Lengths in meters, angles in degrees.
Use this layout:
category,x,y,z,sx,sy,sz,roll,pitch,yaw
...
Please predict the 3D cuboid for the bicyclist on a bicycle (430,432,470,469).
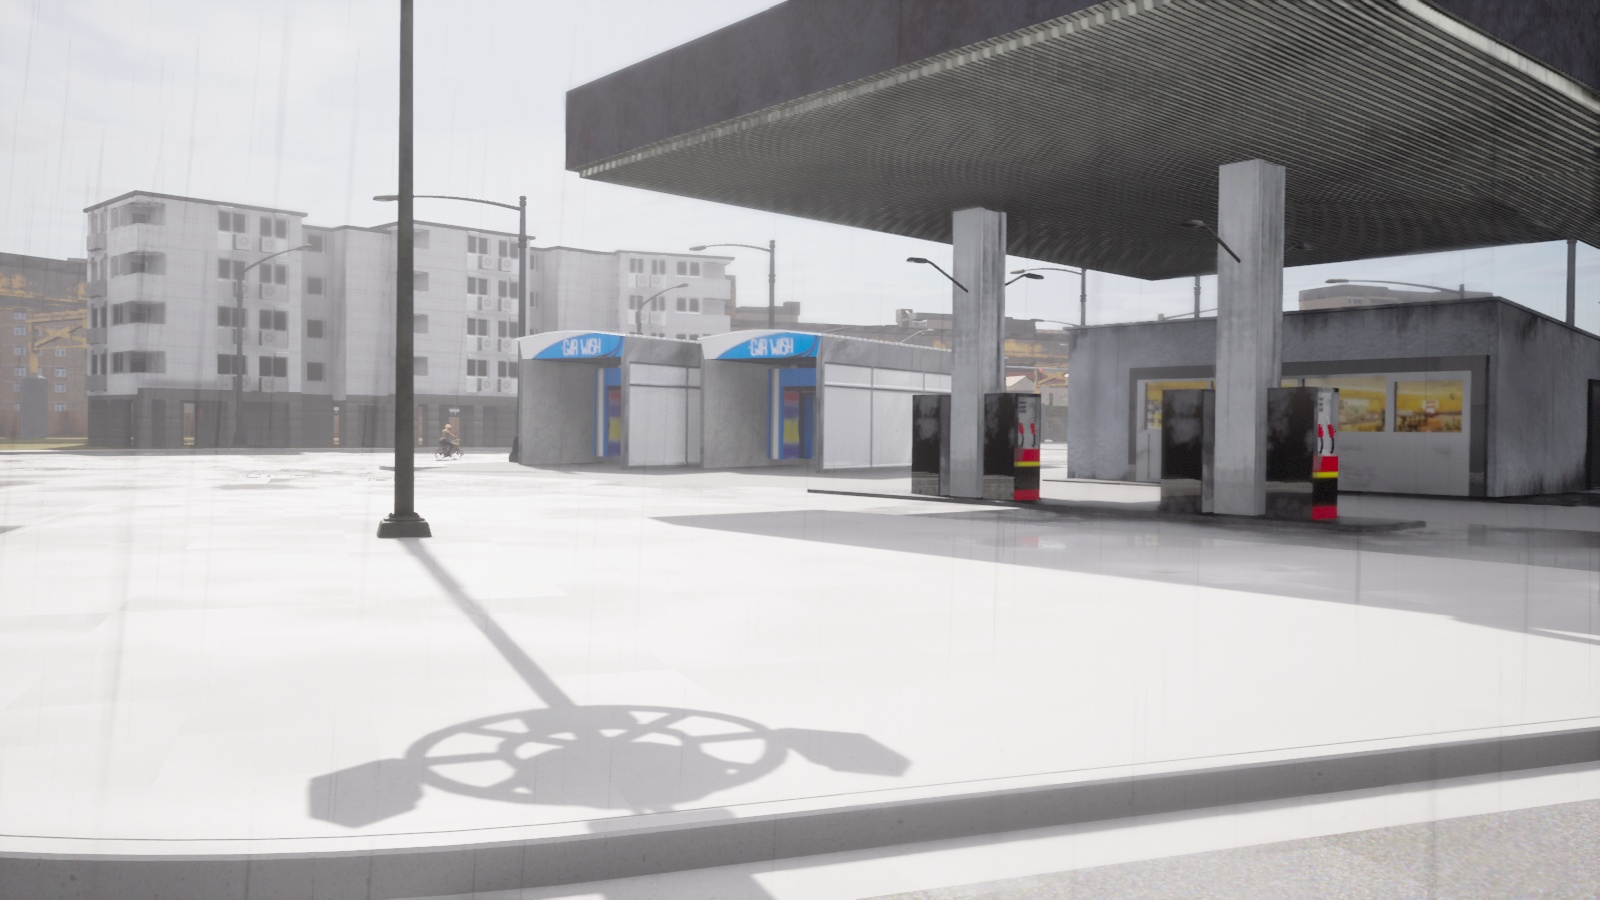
category,x,y,z,sx,sy,sz,roll,pitch,yaw
bicyclist on a bicycle,-15.513,-0.004,55.635,0.866,1.612,1.509,1,1,34
